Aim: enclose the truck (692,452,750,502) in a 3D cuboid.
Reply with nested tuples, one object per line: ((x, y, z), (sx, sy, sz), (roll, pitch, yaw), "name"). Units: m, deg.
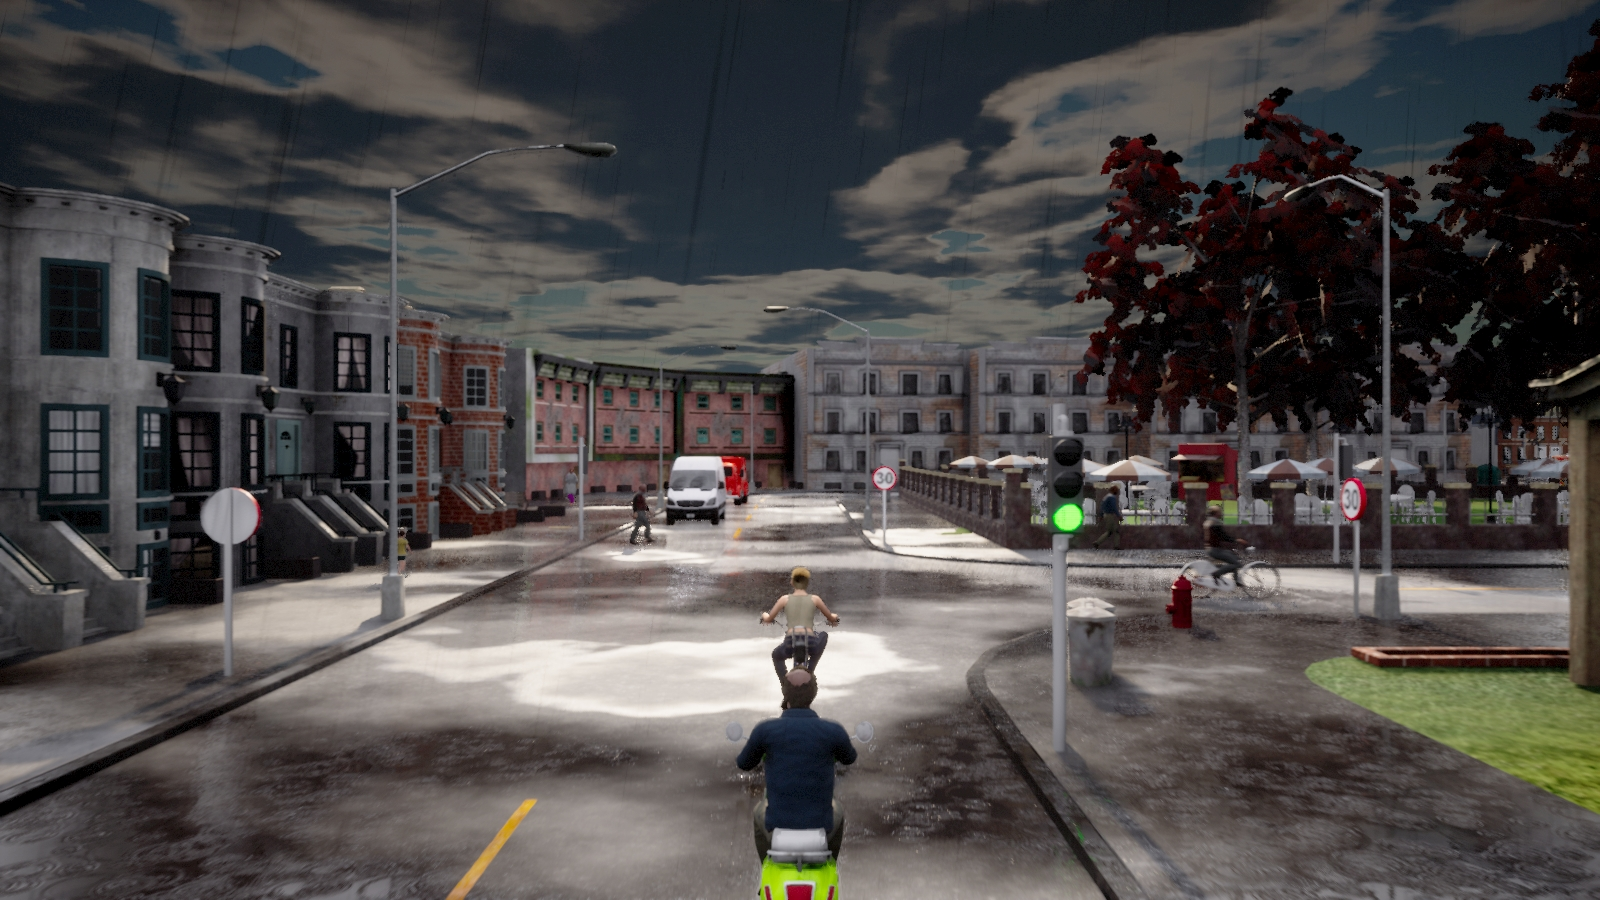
((-4.052, 1.372, 59.648), (2.627, 2.467, 5.204), (0, 0, 1), "truck")

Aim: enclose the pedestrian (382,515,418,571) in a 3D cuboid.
((-8.239, 1.915, 23.549), (0.500, 1.100, 0.500), (0, 0, 18), "pedestrian")

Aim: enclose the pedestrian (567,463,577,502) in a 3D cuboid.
((-11.006, 1.557, 55.213), (0.375, 1.860, 0.375), (0, 0, 2), "pedestrian")

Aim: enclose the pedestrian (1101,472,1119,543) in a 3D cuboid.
((8.282, 1.530, 30.495), (0.375, 1.860, 0.375), (0, 0, -1), "pedestrian")

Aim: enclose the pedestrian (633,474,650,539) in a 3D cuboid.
((-4.630, 1.644, 33.372), (0.375, 1.860, 0.375), (0, 0, 16), "pedestrian")

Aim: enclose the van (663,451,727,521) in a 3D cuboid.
((-4.044, 1.335, 44.996), (1.988, 2.561, 5.915), (0, 0, 0), "van")

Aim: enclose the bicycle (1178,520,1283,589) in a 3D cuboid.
((8.049, 1.950, 21.386), (1.835, 1.271, 0.329), (0, 0, 2), "bicycle")
